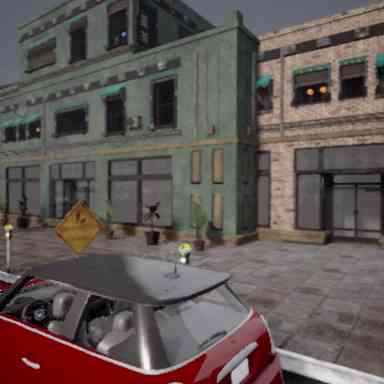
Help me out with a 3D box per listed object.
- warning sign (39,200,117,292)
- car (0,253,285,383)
[{"bbox_3d":[-2.596,1.121,7.639,1.060,1.860,1.300,1,0,35],"label":"warning sign"},{"bbox_3d":[-1.208,1.442,3.726,4.097,1.590,1.967,0,1,35],"label":"car"}]
